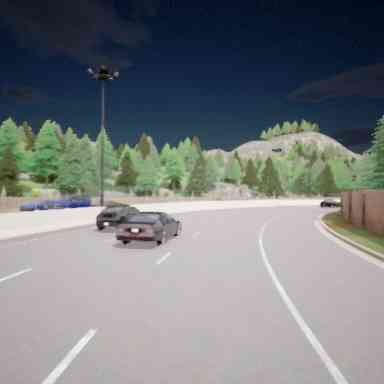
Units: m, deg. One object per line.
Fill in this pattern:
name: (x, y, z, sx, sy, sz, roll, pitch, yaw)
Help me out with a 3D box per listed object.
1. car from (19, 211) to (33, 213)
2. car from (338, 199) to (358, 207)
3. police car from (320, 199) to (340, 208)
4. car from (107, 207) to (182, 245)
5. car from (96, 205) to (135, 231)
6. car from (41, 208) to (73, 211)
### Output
car: (-15.332, 1.527, 34.164, 1.882, 1.535, 5.008, 0, 0, 19)
car: (30.631, 2.175, 65.160, 4.892, 1.490, 1.837, 1, 0, -41)
police car: (24.494, 2.002, 59.180, 1.930, 1.638, 5.238, 0, 0, 43)
car: (-1.879, 1.622, 15.971, 2.033, 1.411, 5.357, 0, 0, 10)
car: (-4.319, 1.586, 21.138, 1.837, 1.490, 4.892, 0, 0, 13)
car: (-12.107, 1.292, 32.894, 2.150, 2.045, 5.566, 0, 0, 18)
